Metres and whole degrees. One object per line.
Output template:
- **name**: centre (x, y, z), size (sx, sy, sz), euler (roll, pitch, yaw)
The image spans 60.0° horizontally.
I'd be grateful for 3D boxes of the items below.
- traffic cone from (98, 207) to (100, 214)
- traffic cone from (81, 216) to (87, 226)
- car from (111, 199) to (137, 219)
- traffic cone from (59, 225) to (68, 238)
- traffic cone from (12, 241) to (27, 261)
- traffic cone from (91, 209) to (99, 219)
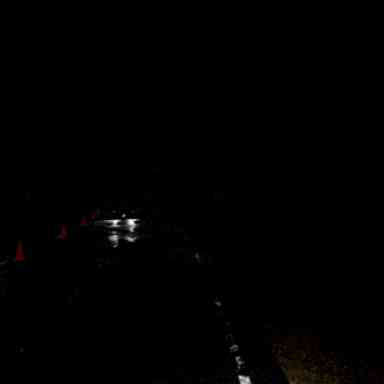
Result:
- **traffic cone**: centre (-8.433, 1.692, 30.004), size (0.340, 0.580, 0.340), euler (0, 1, -12)
- **traffic cone**: centre (-6.635, 1.777, 20.353), size (0.340, 0.580, 0.340), euler (0, 1, -9)
- **car**: centre (-5.436, 1.311, 26.692), size (2.033, 1.411, 5.357), euler (0, 1, -11)
- **traffic cone**: centre (-5.980, 1.820, 15.487), size (0.340, 0.580, 0.340), euler (0, 1, -7)
- **traffic cone**: centre (-5.489, 1.864, 10.603), size (0.340, 0.580, 0.340), euler (0, 1, -5)
- **traffic cone**: centre (-7.453, 1.734, 25.193), size (0.340, 0.580, 0.340), euler (0, 1, -11)
